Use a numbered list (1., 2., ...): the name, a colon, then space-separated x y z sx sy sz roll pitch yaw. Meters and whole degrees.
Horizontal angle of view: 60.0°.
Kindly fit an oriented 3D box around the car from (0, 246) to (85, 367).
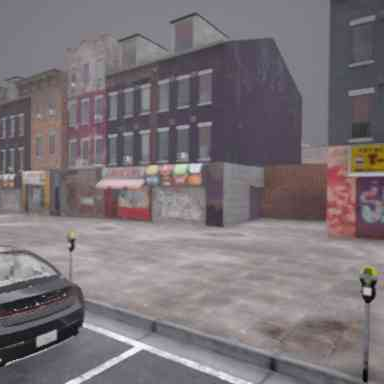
1. car: -3.550 1.550 5.330 4.403 1.369 2.008 0 1 36
